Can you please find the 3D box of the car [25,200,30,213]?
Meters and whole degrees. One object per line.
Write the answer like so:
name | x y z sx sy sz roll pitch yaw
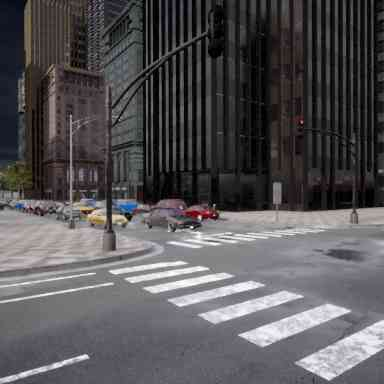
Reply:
car | -20.561 2.195 44.430 1.887 1.381 4.507 -1 0 -35

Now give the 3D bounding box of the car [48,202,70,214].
car | -18.652 2.171 46.433 1.812 1.442 4.674 0 -1 -35

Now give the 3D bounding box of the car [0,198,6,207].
car | -41.381 2.665 73.620 1.887 1.381 4.507 -1 0 -35

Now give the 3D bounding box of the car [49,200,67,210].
car | -23.999 2.291 59.352 1.882 1.535 5.008 0 -1 -35

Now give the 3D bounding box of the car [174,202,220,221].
car | 0.573 1.827 29.484 1.887 1.381 4.507 -1 0 -35

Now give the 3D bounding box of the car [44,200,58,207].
car | -31.824 2.593 74.905 1.947 1.339 4.313 -1 0 -35

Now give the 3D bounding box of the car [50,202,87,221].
car | -12.049 2.003 32.496 2.008 1.369 4.403 -1 0 -35

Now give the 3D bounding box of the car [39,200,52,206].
car | -34.846 2.658 79.141 1.947 1.339 4.313 -1 0 -35

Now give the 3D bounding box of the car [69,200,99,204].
car | -12.801 1.987 38.168 1.882 1.535 5.008 0 -1 -35

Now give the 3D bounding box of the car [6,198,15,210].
car | -32.015 2.352 60.486 1.967 1.590 4.097 -1 0 -35

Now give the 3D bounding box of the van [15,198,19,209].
van | -26.239 2.121 52.385 1.690 1.788 3.998 -1 0 -35

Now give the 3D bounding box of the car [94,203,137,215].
car | -7.133 1.978 30.204 1.895 1.301 4.718 0 -1 -36

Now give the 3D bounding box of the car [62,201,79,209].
car | -22.762 2.405 62.199 1.802 1.307 4.206 -1 0 -35

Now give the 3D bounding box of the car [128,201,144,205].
car | -5.324 2.003 37.774 1.802 1.307 4.206 -1 0 -35

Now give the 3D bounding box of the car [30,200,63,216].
car | -17.729 1.899 40.452 2.192 1.841 5.009 -1 0 -35

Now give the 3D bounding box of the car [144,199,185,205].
car | -2.381 1.667 33.629 2.192 1.841 5.009 -1 0 -35

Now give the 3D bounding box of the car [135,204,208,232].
car | -1.565 1.793 22.397 2.033 1.411 5.357 0 -1 -36

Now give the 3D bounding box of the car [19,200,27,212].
car | -23.400 2.155 48.407 1.967 1.590 4.097 -1 0 -35

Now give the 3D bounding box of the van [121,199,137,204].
van | -8.279 1.831 41.919 1.690 1.788 3.998 -1 0 -35

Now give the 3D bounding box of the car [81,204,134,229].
car | -6.277 1.842 24.403 1.752 1.417 4.829 -1 0 -35

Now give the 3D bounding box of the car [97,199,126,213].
car | -11.228 1.874 46.064 2.192 1.841 5.009 -1 0 -35

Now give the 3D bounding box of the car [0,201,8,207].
car | -44.502 2.769 77.998 1.802 1.307 4.206 -1 0 -35

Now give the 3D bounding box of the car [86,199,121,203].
car | -11.021 1.866 41.166 2.097 1.767 4.553 0 -1 -35
